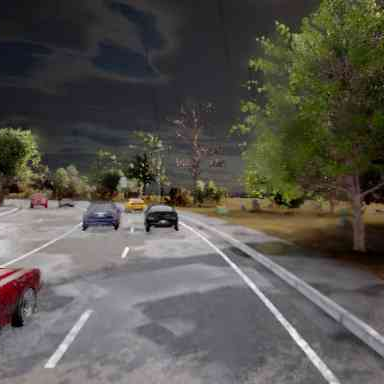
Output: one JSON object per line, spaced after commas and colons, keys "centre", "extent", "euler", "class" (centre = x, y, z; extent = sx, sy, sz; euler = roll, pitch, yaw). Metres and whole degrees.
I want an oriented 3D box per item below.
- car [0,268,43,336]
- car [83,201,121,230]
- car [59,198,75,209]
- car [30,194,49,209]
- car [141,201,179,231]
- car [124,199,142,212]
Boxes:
{"centre": [-3.592, 1.613, 4.021], "extent": [1.895, 1.301, 4.718], "euler": [0, 0, -2], "class": "car"}
{"centre": [-5.658, 1.370, 21.327], "extent": [2.097, 1.767, 4.553], "euler": [0, 0, -10], "class": "car"}
{"centre": [-17.685, 1.603, 46.940], "extent": [1.994, 1.385, 4.181], "euler": [0, 0, -25], "class": "car"}
{"centre": [-21.452, 1.262, 46.806], "extent": [2.150, 2.045, 5.566], "euler": [0, 0, -25], "class": "car"}
{"centre": [-2.010, 1.487, 20.858], "extent": [1.882, 1.535, 5.008], "euler": [0, 0, -10], "class": "car"}
{"centre": [-6.661, 1.502, 38.645], "extent": [1.882, 1.535, 5.008], "euler": [0, 0, -19], "class": "car"}
